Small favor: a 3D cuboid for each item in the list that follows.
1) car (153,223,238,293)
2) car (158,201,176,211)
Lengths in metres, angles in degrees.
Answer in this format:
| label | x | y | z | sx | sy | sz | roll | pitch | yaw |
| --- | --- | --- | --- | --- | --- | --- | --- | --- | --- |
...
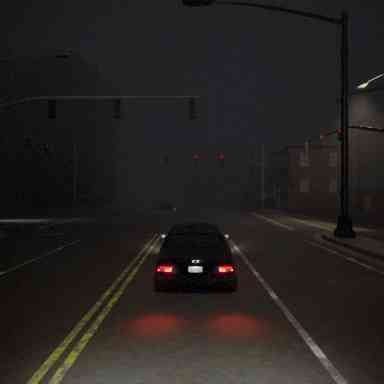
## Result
| label | x | y | z | sx | sy | sz | roll | pitch | yaw |
| --- | --- | --- | --- | --- | --- | --- | --- | --- | --- |
| car | 0.083 | 1.546 | 8.964 | 2.033 | 1.411 | 5.357 | 0 | 0 | 0 |
| car | -3.542 | 2.000 | 45.937 | 1.812 | 1.442 | 4.674 | 0 | -4 | 0 |
